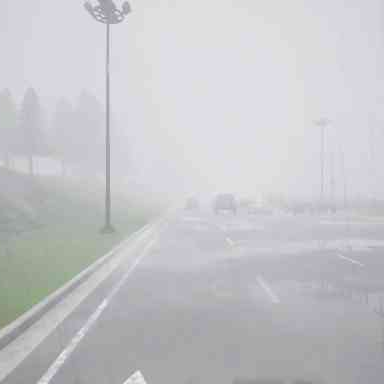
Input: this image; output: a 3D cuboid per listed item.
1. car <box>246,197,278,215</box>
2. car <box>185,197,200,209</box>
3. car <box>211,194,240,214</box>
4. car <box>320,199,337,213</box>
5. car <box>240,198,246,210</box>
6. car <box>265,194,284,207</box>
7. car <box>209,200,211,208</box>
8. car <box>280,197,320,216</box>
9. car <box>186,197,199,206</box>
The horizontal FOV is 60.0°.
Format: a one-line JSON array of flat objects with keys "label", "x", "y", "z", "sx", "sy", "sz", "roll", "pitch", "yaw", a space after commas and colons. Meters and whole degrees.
[{"label": "car", "x": 7.046, "y": 1.526, "z": 33.979, "sx": 1.812, "sy": 1.442, "sz": 4.674, "roll": 0, "pitch": 0, "yaw": 0}, {"label": "car", "x": 0.046, "y": 1.547, "z": 44.306, "sx": 2.033, "sy": 1.411, "sz": 5.357, "roll": 0, "pitch": 0, "yaw": 0}, {"label": "car", "x": 3.501, "y": 1.221, "z": 35.630, "sx": 2.150, "sy": 2.045, "sz": 5.566, "roll": 0, "pitch": 0, "yaw": 1}, {"label": "car", "x": 14.049, "y": 1.507, "z": 36.294, "sx": 1.837, "sy": 1.490, "sz": 4.892, "roll": 0, "pitch": 1, "yaw": 0}, {"label": "car", "x": 7.026, "y": 1.478, "z": 44.006, "sx": 1.882, "sy": 1.535, "sz": 5.008, "roll": 0, "pitch": 0, "yaw": 0}, {"label": "car", "x": 10.524, "y": 1.221, "z": 43.355, "sx": 2.150, "sy": 2.045, "sz": 5.566, "roll": 0, "pitch": 0, "yaw": 0}, {"label": "car", "x": 3.488, "y": 1.526, "z": 46.030, "sx": 1.812, "sy": 1.442, "sz": 4.674, "roll": 0, "pitch": 0, "yaw": 0}, {"label": "car", "x": 10.551, "y": 1.505, "z": 32.893, "sx": 1.837, "sy": 1.490, "sz": 4.892, "roll": 0, "pitch": 0, "yaw": 0}, {"label": "car", "x": 0.026, "y": 1.547, "z": 54.982, "sx": 2.033, "sy": 1.411, "sz": 5.357, "roll": 0, "pitch": 0, "yaw": -3}]
